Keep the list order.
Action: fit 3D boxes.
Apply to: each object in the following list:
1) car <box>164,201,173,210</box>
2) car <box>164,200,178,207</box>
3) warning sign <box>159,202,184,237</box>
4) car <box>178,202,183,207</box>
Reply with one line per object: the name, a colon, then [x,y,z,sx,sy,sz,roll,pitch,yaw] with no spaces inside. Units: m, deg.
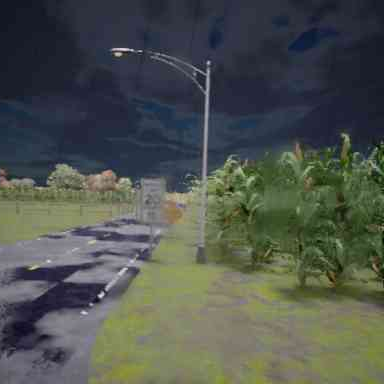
car: [-3.829,2.356,42.464,1.882,1.535,5.008,2,-1,-1]
car: [-3.987,2.375,54.866,2.150,2.045,5.566,2,-1,-1]
warning sign: [-1.152,1.560,19.161,1.300,1.860,1.060,2,-1,-1]
car: [-3.657,3.520,94.111,1.882,1.535,5.008,2,-1,-1]
